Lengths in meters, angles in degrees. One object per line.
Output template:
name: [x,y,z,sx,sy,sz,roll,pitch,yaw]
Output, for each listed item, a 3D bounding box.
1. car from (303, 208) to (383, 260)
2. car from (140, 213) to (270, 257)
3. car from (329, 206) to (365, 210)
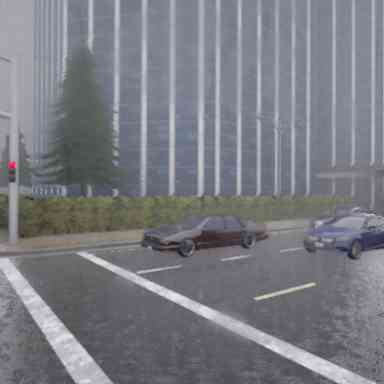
car: [6.240,1.556,12.712,4.674,1.442,1.812,0,0,-36]
car: [0.703,1.555,13.087,5.357,1.411,2.033,0,0,-35]
car: [8.639,1.543,18.734,4.902,1.511,2.128,0,0,-35]
